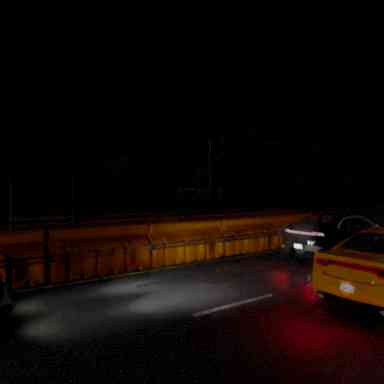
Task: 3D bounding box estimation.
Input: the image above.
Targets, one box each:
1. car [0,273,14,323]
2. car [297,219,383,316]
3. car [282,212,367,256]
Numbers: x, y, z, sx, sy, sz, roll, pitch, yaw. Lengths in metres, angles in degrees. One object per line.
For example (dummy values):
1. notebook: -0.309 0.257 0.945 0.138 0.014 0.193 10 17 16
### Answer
1. car: -5.080 1.602 4.422 4.718 1.301 1.895 0 0 -36
2. car: 4.640 1.473 7.060 5.008 1.535 1.882 0 0 -36
3. car: 5.303 1.485 11.831 4.902 1.511 2.128 0 0 -36
